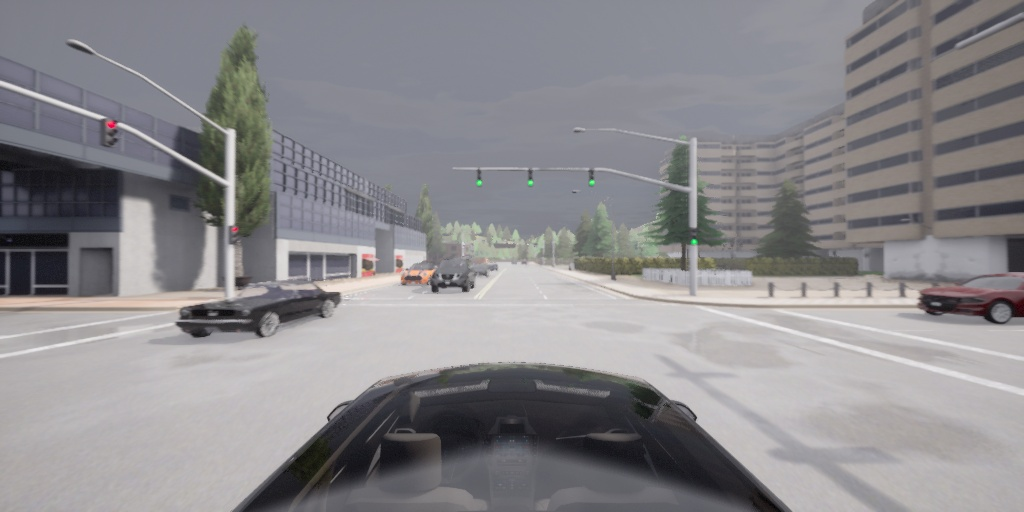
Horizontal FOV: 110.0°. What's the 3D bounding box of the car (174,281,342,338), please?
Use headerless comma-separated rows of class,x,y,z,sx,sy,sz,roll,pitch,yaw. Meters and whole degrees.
car,-7.004,1.435,10.598,1.895,1.301,4.718,0,-1,0

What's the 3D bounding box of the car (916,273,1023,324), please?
car,16.342,1.295,11.701,5.008,1.535,1.882,0,0,0

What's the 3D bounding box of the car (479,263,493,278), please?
car,-3.444,1.580,39.293,1.837,1.490,4.892,0,0,1

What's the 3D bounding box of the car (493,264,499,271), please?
car,-3.208,1.825,59.091,1.994,1.385,4.181,0,0,0

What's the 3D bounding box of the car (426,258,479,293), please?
car,-3.590,1.156,22.754,2.150,2.045,5.566,0,0,0

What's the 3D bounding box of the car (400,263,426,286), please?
car,-7.055,1.335,27.882,2.097,1.767,4.553,0,-1,0
